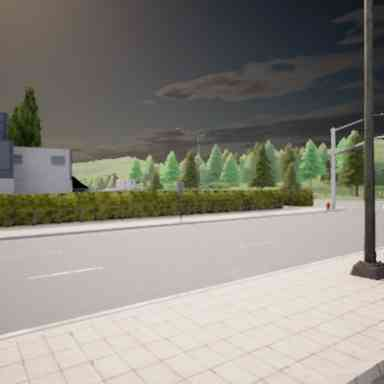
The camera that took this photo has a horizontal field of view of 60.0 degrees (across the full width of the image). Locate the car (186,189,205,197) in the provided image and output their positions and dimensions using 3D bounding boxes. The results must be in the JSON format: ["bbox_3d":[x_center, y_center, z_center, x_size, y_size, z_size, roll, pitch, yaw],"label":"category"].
[{"bbox_3d":[0.940,0.305,87.902,2.150,2.045,5.566,-1,1,-35],"label":"car"}]

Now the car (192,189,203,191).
[{"bbox_3d":[0.698,0.569,76.036,2.150,2.045,5.566,-1,1,-35],"label":"car"}]
